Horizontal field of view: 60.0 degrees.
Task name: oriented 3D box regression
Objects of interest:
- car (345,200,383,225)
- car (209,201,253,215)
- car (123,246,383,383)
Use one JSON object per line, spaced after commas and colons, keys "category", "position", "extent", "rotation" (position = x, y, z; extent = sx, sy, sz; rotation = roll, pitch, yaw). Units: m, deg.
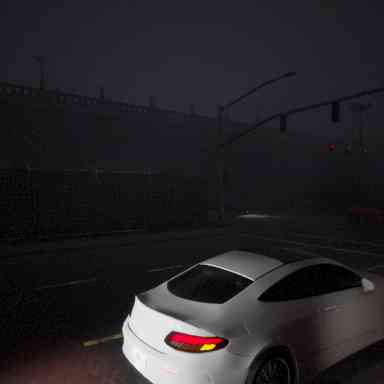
{"category": "car", "position": [12.864, 1.374, 22.350], "extent": [2.097, 1.767, 4.553], "rotation": [0, 0, -36]}
{"category": "car", "position": [3.925, 1.603, 34.869], "extent": [2.033, 1.411, 5.357], "rotation": [0, 0, -36]}
{"category": "car", "position": [1.343, 1.526, 4.745], "extent": [4.674, 1.442, 1.812], "rotation": [0, 0, -35]}
